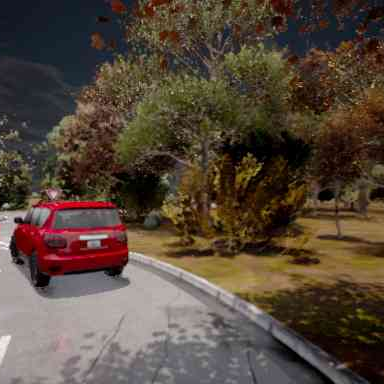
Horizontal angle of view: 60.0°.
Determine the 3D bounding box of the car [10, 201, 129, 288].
[{"bbox_3d":[-3.804,1.291,9.848,2.150,2.045,5.566,0,0,-35],"label":"car"}]
